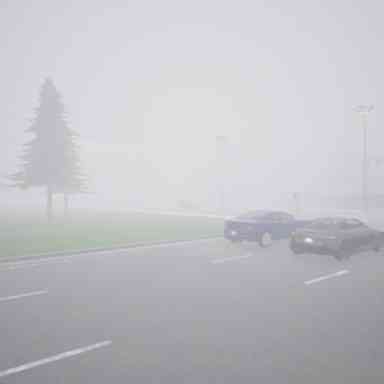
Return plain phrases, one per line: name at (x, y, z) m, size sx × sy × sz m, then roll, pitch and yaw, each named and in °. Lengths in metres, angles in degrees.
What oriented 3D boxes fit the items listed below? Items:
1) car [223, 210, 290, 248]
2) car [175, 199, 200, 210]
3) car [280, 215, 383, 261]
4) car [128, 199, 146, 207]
car at (3.695, 1.569, 15.573) m, size 5.008 × 1.535 × 1.882 m, roll 0°, pitch -1°, yaw -38°
car at (-0.753, 1.918, 50.870) m, size 1.837 × 1.490 × 4.892 m, roll 0°, pitch 0°, yaw -39°
car at (5.574, 1.613, 12.598) m, size 4.181 × 1.385 × 1.994 m, roll 0°, pitch -1°, yaw -38°
car at (-10.498, 2.098, 63.213) m, size 2.128 × 1.511 × 4.902 m, roll 0°, pitch -1°, yaw -38°
